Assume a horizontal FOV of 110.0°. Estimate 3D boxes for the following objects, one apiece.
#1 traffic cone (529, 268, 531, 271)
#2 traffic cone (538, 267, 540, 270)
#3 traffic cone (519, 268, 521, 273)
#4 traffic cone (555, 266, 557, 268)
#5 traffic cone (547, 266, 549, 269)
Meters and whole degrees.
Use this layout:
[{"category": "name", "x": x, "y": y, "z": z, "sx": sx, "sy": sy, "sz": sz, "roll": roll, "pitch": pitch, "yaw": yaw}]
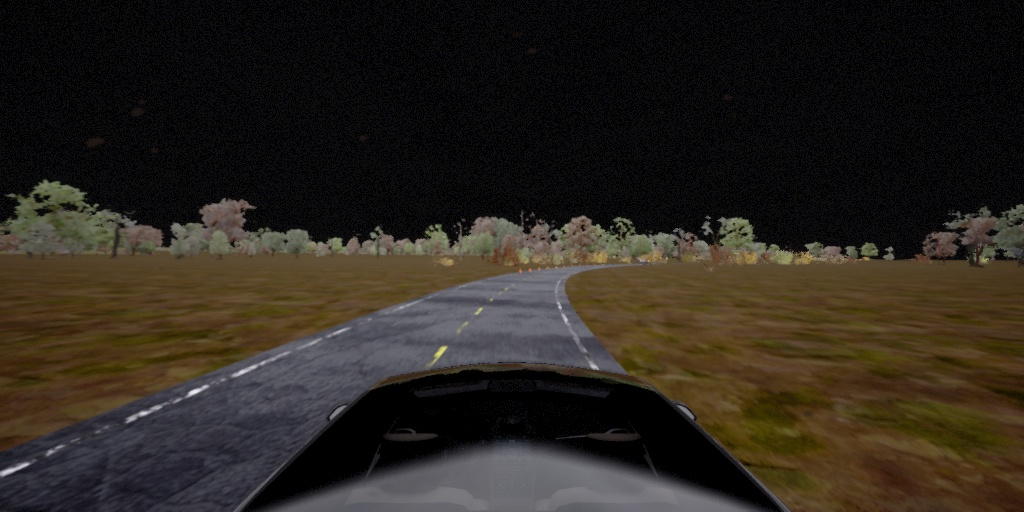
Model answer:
[{"category": "traffic cone", "x": 2.383, "y": 1.740, "z": 47.290, "sx": 0.340, "sy": 0.580, "sz": 0.340, "roll": 0, "pitch": 0, "yaw": 17}, {"category": "traffic cone", "x": 3.956, "y": 1.755, "z": 52.132, "sx": 0.340, "sy": 0.580, "sz": 0.340, "roll": 0, "pitch": 0, "yaw": 19}, {"category": "traffic cone", "x": 0.975, "y": 1.726, "z": 42.398, "sx": 0.340, "sy": 0.580, "sz": 0.340, "roll": 0, "pitch": 0, "yaw": 15}, {"category": "traffic cone", "x": 7.584, "y": 1.790, "z": 61.644, "sx": 0.340, "sy": 0.580, "sz": 0.340, "roll": 0, "pitch": 0, "yaw": 23}, {"category": "traffic cone", "x": 5.690, "y": 1.772, "z": 56.918, "sx": 0.340, "sy": 0.580, "sz": 0.340, "roll": 0, "pitch": 0, "yaw": 21}]
